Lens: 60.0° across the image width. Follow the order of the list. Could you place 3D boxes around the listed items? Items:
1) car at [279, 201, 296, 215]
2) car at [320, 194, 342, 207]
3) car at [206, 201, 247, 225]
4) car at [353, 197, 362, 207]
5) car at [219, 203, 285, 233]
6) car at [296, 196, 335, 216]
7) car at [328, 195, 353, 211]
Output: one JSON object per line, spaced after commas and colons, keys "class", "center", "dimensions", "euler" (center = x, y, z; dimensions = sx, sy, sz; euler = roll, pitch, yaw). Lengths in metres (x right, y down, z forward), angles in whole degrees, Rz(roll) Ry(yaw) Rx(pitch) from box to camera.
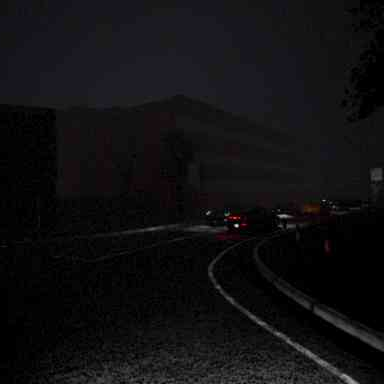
{"class": "car", "center": [10.012, 1.668, 35.536], "dimensions": [1.994, 1.385, 4.181], "euler": [-1, 0, 35]}
{"class": "car", "center": [21.947, 1.309, 52.440], "dimensions": [2.097, 1.767, 4.553], "euler": [-1, 0, 35]}
{"class": "car", "center": [2.944, 1.538, 25.543], "dimensions": [2.097, 1.767, 4.553], "euler": [-1, 0, 35]}
{"class": "car", "center": [23.771, 1.471, 49.325], "dimensions": [1.994, 1.385, 4.181], "euler": [-1, 0, 35]}
{"class": "car", "center": [3.883, 1.643, 20.808], "dimensions": [1.837, 1.490, 4.892], "euler": [-2, -1, 34]}
{"class": "car", "center": [12.312, 1.521, 32.859], "dimensions": [1.882, 1.535, 5.008], "euler": [-1, 0, 35]}
{"class": "car", "center": [18.162, 1.482, 41.299], "dimensions": [1.837, 1.490, 4.892], "euler": [-1, 0, 35]}
